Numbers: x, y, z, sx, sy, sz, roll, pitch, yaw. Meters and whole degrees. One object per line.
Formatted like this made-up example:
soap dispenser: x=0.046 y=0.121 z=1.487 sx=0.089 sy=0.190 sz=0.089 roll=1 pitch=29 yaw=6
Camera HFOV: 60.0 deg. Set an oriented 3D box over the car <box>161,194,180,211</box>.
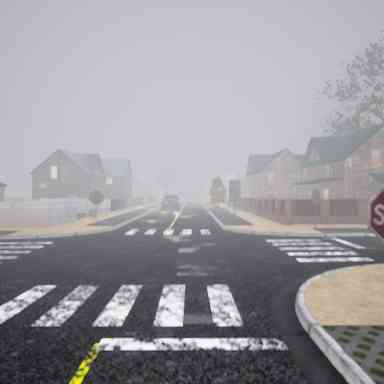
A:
car: x=-2.745 y=1.287 z=43.082 sx=2.150 sy=2.045 sz=5.566 roll=0 pitch=0 yaw=0
